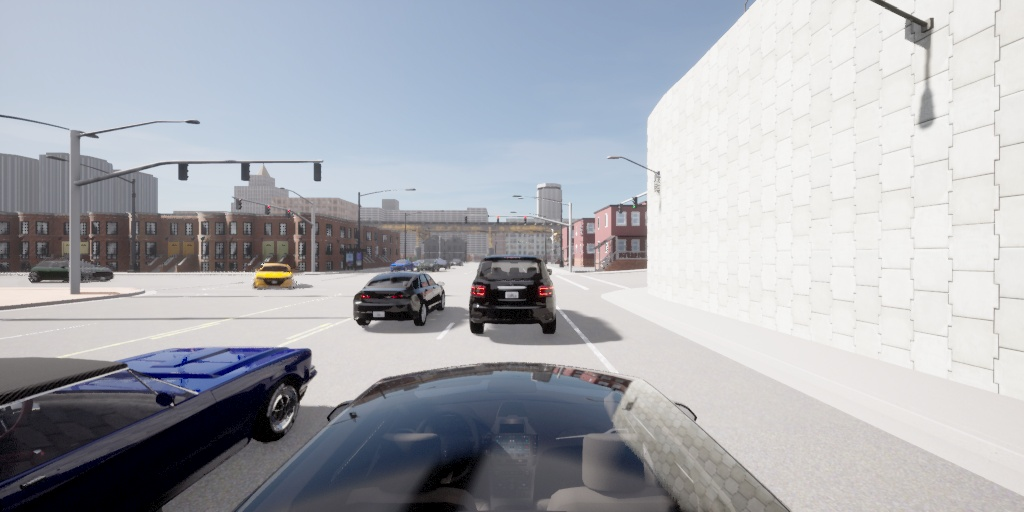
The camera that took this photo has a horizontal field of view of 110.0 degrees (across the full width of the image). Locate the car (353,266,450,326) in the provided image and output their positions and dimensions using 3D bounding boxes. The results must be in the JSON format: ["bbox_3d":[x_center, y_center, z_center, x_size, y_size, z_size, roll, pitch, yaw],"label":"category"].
[{"bbox_3d":[-3.423,1.255,11.651,1.837,1.490,4.892,0,0,0],"label":"car"}]

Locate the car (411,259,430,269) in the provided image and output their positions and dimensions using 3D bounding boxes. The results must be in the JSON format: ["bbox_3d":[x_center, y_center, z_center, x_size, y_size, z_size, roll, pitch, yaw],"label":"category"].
[{"bbox_3d":[-14.107,1.274,55.665,1.812,1.442,4.674,0,0,0],"label":"car"}]

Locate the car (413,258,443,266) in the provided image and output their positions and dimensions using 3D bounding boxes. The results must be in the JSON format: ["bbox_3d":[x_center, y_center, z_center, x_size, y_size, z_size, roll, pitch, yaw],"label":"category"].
[{"bbox_3d":[-10.597,1.102,45.533,2.097,1.767,4.553,0,0,0],"label":"car"}]

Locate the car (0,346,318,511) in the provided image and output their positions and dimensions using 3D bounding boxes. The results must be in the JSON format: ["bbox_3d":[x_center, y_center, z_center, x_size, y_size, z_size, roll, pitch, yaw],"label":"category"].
[{"bbox_3d":[-3.397,1.351,2.397,1.895,1.301,4.718,0,0,0],"label":"car"}]

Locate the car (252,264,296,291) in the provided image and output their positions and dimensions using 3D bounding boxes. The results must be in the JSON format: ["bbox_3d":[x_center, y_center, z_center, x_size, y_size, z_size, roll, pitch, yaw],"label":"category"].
[{"bbox_3d":[-14.812,1.228,22.516,1.882,1.535,5.008,2,-1,-32],"label":"car"}]

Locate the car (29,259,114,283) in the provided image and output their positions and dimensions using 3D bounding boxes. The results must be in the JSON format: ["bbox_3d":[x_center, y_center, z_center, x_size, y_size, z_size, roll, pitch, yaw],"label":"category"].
[{"bbox_3d":[-33.145,1.101,27.087,4.553,1.767,2.097,0,0,0],"label":"car"}]

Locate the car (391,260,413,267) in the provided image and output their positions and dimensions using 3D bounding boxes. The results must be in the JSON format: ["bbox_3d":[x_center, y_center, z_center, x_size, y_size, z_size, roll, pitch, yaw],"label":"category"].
[{"bbox_3d":[-14.111,1.228,46.325,1.882,1.535,5.008,0,0,0],"label":"car"}]

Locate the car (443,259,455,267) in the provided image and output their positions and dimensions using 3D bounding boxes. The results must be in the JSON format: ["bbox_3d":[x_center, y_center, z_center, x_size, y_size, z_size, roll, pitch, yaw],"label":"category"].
[{"bbox_3d":[-10.608,1.297,55.001,2.033,1.411,5.357,0,0,0],"label":"car"}]

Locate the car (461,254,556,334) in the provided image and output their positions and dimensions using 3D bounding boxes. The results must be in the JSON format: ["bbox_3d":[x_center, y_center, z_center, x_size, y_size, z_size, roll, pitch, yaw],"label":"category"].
[{"bbox_3d":[0.061,0.971,10.761,2.150,2.045,5.566,0,0,1],"label":"car"}]
